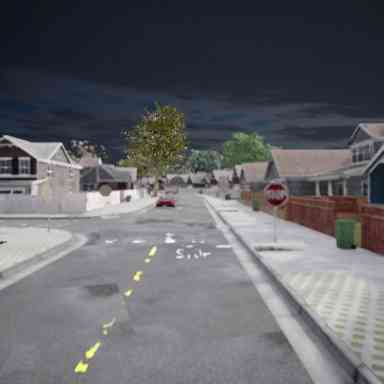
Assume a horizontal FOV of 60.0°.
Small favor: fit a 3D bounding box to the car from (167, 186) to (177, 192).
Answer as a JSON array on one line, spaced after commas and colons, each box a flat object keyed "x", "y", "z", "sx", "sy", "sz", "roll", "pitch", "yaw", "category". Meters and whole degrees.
[{"x": -4.848, "y": -0.418, "z": 79.369, "sx": 2.150, "sy": 2.045, "sz": 5.566, "roll": 0, "pitch": 1, "yaw": -9, "category": "car"}]

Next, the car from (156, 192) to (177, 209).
[{"x": -2.491, "y": 0.949, "z": 33.043, "sx": 1.895, "sy": 1.301, "sz": 4.718, "roll": 0, "pitch": 1, "yaw": 0, "category": "car"}]
